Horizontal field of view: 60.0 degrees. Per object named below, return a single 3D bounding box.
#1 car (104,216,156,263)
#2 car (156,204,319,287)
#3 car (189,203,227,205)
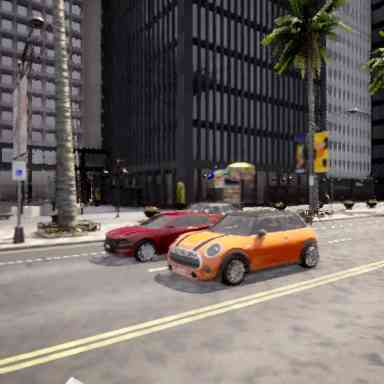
[{"bbox_3d":[-0.686,1.473,12.166,5.008,1.535,1.882,0,0,-36],"label":"car"},{"bbox_3d":[1.549,1.348,9.467,4.553,1.767,2.097,0,0,-36],"label":"car"},{"bbox_3d":[0.437,1.348,16.697,4.553,1.767,2.185,0,0,-36],"label":"car"}]
